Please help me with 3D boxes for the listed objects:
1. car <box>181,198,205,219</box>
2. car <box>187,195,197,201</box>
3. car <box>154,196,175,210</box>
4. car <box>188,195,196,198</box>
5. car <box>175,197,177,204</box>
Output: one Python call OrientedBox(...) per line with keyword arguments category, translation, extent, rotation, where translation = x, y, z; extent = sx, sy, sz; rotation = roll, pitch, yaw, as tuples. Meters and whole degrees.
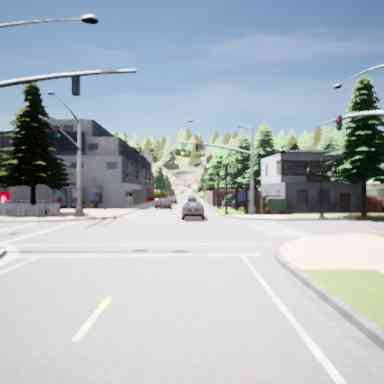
OrientedBox(category="car", translation=(0.092, 1.484, 28.074), extent=(2.033, 1.411, 5.357), rotation=(0, 0, 0))
OrientedBox(category="car", translation=(-0.011, 1.359, 75.140), extent=(2.033, 1.411, 5.357), rotation=(0, 0, 0))
OrientedBox(category="car", translation=(-3.594, 1.472, 42.118), extent=(1.994, 1.385, 4.181), rotation=(0, 0, 0))
OrientedBox(category="car", translation=(-0.009, 1.459, 64.874), extent=(1.895, 1.301, 4.718), rotation=(0, 0, 0))
OrientedBox(category="car", translation=(-3.556, 1.397, 58.789), extent=(1.812, 1.442, 4.674), rotation=(0, 0, 0))
